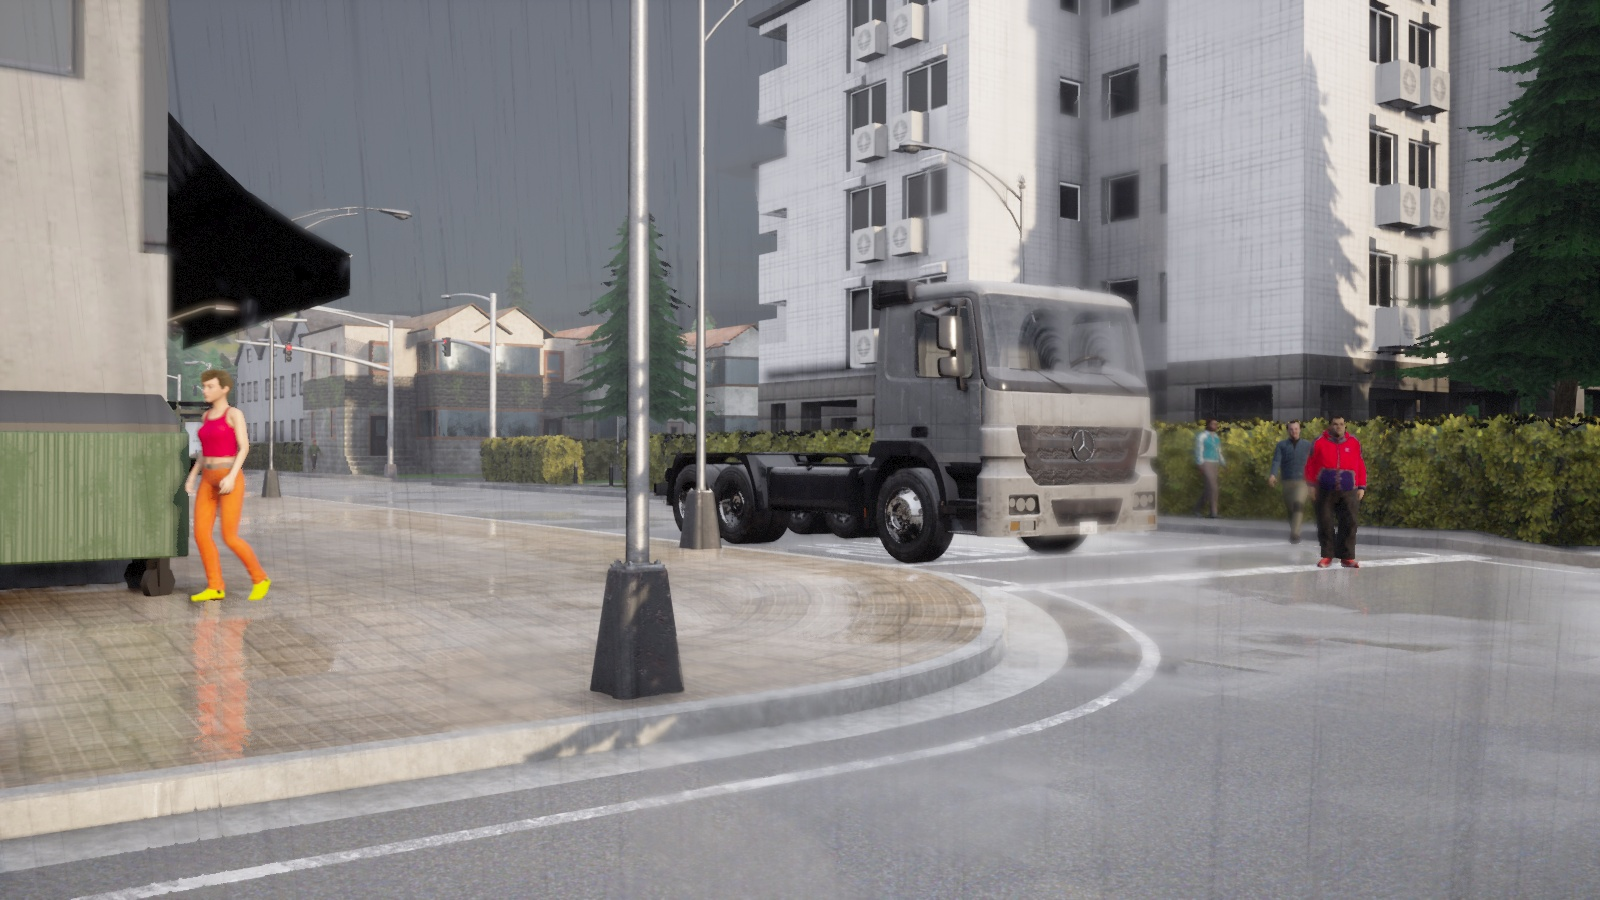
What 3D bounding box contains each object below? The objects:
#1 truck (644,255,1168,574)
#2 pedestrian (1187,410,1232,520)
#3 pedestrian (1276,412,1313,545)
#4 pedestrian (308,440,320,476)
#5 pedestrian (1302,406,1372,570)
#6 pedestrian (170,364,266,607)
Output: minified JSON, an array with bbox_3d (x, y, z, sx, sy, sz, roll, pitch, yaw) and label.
[{"bbox_3d":[0.998,-0.372,17.699,2.891,3.462,7.936,0,0,-36],"label":"truck"},{"bbox_3d":[7.276,0.265,22.348,0.396,1.930,0.692,0,0,-24],"label":"pedestrian"},{"bbox_3d":[7.041,0.394,17.876,0.402,1.842,0.726,0,0,28],"label":"pedestrian"},{"bbox_3d":[-26.662,0.450,68.893,0.423,1.949,0.788,0,0,-35],"label":"pedestrian"},{"bbox_3d":[6.261,0.427,14.675,0.634,1.844,0.899,0,0,15],"label":"pedestrian"},{"bbox_3d":[-4.542,0.269,9.818,0.345,1.836,0.594,0,0,29],"label":"pedestrian"}]
